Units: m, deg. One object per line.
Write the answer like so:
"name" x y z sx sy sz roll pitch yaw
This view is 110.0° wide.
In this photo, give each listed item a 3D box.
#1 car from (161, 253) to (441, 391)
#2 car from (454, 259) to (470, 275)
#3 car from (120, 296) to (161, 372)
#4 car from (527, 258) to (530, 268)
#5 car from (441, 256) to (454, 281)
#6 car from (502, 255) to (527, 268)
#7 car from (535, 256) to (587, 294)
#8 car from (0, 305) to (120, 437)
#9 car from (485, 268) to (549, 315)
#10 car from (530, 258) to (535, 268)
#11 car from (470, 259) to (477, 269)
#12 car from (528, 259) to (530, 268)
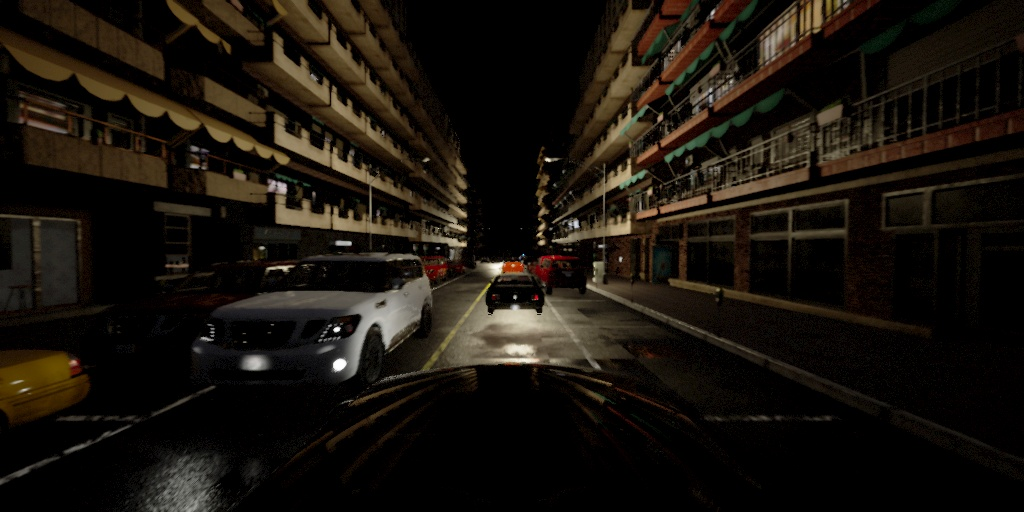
"car" -3.099 0.945 7.083 2.150 2.045 5.566 0 0 0
"car" -5.688 1.101 36.114 1.888 1.381 4.507 0 0 0
"car" -5.691 1.033 7.792 2.192 1.841 5.009 0 0 0
"car" 2.660 1.100 36.173 1.888 1.381 4.507 0 0 0
"car" -5.689 0.938 24.785 2.192 1.841 5.009 0 0 0
"car" 0.104 0.909 35.790 2.097 1.767 4.553 0 0 0
"car" 2.658 0.969 19.179 2.192 1.841 5.009 0 0 0
"car" -5.692 1.274 1.957 1.751 1.417 4.829 0 0 0
"car" 0.101 1.289 13.244 1.895 1.301 4.718 0 0 0
"car" 2.659 0.936 24.845 2.192 1.841 5.009 0 0 0
"car" -5.686 1.053 47.445 1.948 1.339 4.313 0 0 0
"car" 2.660 1.154 30.509 1.948 1.339 4.313 0 0 0
